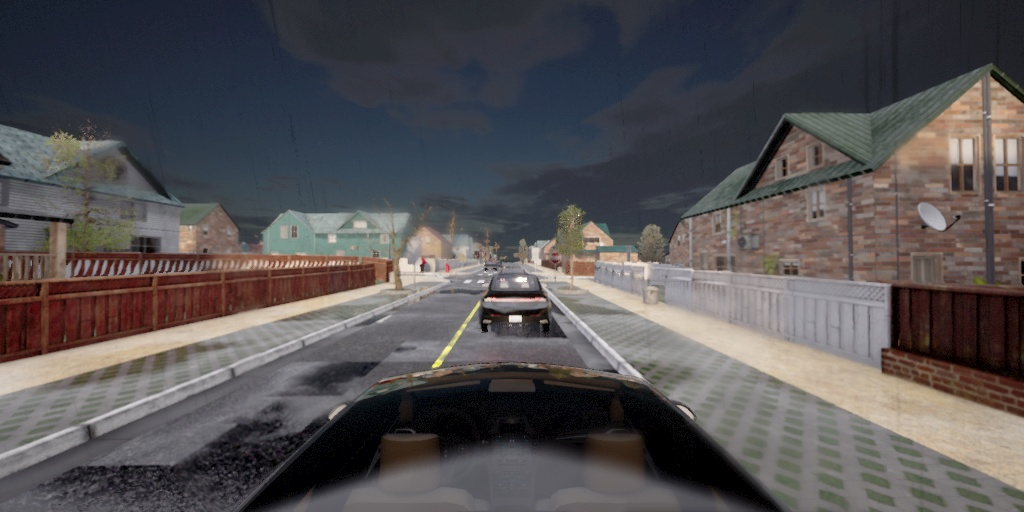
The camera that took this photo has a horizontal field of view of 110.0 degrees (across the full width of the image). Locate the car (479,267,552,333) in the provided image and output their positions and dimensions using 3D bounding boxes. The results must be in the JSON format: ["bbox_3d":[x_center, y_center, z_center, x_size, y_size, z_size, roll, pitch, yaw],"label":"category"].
[{"bbox_3d":[0.082,1.255,10.812,2.128,1.511,4.902,0,0,0],"label":"car"}]

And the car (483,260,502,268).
[{"bbox_3d":[-2.894,1.417,49.974,2.033,1.411,5.357,0,0,0],"label":"car"}]

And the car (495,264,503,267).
[{"bbox_3d":[0.066,1.387,22.503,1.895,1.301,4.718,0,0,0],"label":"car"}]

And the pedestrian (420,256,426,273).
[{"bbox_3d":[-9.668,0.849,38.609,0.375,1.860,0.375,0,-2,0],"label":"pedestrian"}]
